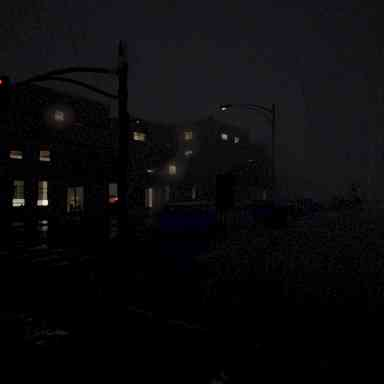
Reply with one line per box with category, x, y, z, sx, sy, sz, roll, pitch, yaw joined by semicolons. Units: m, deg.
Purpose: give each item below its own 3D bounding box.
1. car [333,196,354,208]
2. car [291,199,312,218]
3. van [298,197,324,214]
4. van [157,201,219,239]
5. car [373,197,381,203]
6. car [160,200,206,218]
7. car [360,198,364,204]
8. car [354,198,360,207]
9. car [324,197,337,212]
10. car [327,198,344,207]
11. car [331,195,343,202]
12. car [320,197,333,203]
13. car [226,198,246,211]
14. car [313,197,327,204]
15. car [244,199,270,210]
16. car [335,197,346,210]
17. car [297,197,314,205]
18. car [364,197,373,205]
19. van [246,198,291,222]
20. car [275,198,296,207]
car;22.058;1.497;49.305;2.192;1.841;5.009;0;0;35
car;9.385;1.655;31.213;1.887;1.381;4.507;0;0;35
van;12.554;1.469;35.736;1.690;1.788;3.998;0;0;35
van;-0.117;1.406;17.646;1.690;1.788;3.998;0;0;35
car;44.231;1.899;80.963;1.947;1.339;4.313;0;0;35
car;-0.734;1.558;31.374;1.752;1.417;4.829;0;0;35
car;28.490;1.748;58.489;1.752;1.417;4.829;0;0;35
car;25.226;1.516;53.828;2.192;1.841;5.009;0;0;35
car;15.819;1.671;40.399;1.752;1.417;4.829;0;0;35
car;25.091;1.796;58.146;1.895;1.301;4.718;1;0;35
car;37.377;1.712;85.785;1.967;1.590;4.097;0;0;35
car;31.041;1.792;76.740;1.947;1.339;4.313;0;0;35
car;5.700;1.506;40.560;1.967;1.590;4.097;0;0;35
car;27.776;1.728;72.078;1.752;1.417;4.829;0;0;35
car;8.867;1.629;45.082;1.887;1.381;4.507;0;0;35
car;18.888;1.729;44.781;1.947;1.339;4.313;0;0;35
car;21.538;1.705;63.172;1.887;1.381;4.507;0;0;35
car;34.728;1.809;67.395;1.887;1.381;4.507;0;0;35
van;6.218;1.436;26.691;1.690;1.788;3.998;0;0;35
car;15.203;1.665;54.127;1.887;1.381;4.507;0;0;35
